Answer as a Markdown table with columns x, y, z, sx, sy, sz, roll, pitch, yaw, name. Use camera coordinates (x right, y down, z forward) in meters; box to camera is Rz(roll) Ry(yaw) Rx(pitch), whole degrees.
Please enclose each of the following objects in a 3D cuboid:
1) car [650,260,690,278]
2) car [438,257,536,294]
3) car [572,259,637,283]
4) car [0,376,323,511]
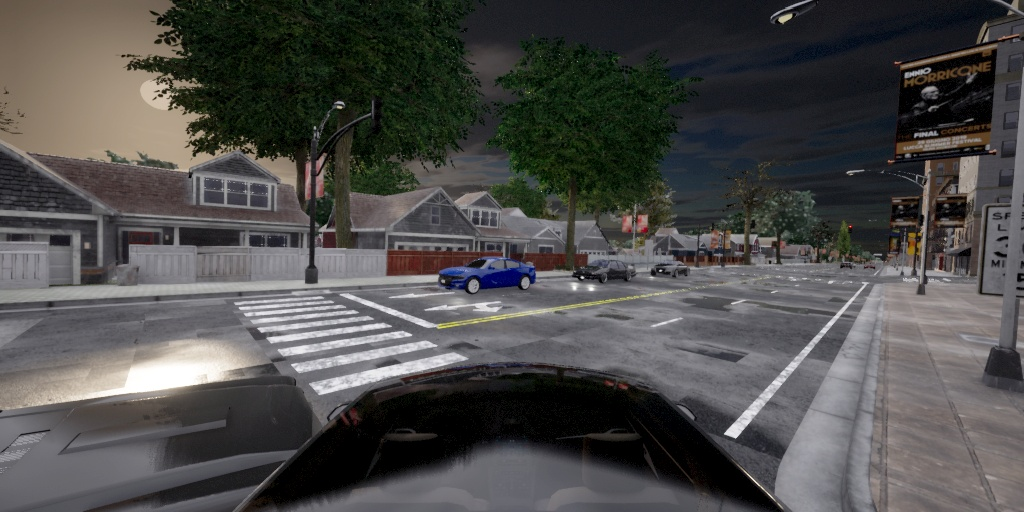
| x | y | z | sx | sy | sz | roll | pitch | yaw | name |
| --- | --- | --- | --- | --- | --- | --- | --- | --- | --- |
| 13.416 | 1.022 | 30.296 | 4.181 | 1.385 | 1.994 | 1 | 2 | -44 | car |
| -1.029 | 0.791 | 16.540 | 5.008 | 1.535 | 1.882 | 1 | 2 | -44 | car |
| 6.178 | 0.931 | 23.417 | 5.357 | 1.411 | 2.033 | 1 | 2 | -44 | car |
| -3.316 | 1.279 | 1.368 | 4.718 | 1.301 | 1.895 | 1 | 2 | -34 | car |
